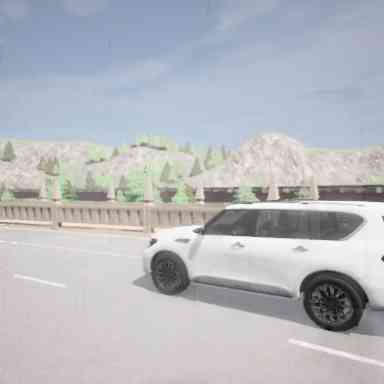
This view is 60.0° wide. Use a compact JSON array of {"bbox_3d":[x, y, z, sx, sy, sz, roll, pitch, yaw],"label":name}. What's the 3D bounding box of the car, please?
[{"bbox_3d":[1.520,1.194,6.990,5.566,2.045,2.150,0,0,34],"label":"car"}]
